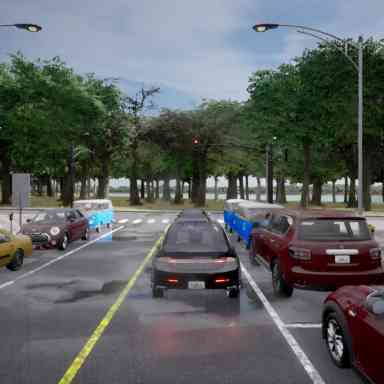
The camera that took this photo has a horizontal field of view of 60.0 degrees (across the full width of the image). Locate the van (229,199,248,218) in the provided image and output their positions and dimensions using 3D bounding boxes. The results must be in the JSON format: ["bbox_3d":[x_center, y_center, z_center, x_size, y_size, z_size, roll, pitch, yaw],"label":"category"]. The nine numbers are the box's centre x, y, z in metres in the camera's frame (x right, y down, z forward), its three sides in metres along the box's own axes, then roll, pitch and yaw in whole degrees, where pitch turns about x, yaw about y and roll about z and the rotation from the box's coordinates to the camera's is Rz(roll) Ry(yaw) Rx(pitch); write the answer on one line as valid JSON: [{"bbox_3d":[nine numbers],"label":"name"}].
[{"bbox_3d":[2.758,1.342,13.926,1.690,1.788,3.998,0,0,0],"label":"van"}]

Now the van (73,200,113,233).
[{"bbox_3d":[-5.769,1.343,19.362,1.690,1.788,3.998,0,0,0],"label":"van"}]

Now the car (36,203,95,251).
[{"bbox_3d":[-5.767,1.441,13.924,1.967,1.590,4.097,0,0,0],"label":"car"}]

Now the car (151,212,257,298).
[{"bbox_3d":[0.088,1.492,8.520,2.128,1.511,4.902,0,0,0],"label":"car"}]

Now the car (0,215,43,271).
[{"bbox_3d":[-5.766,1.526,8.317,1.752,1.417,4.829,0,0,0],"label":"car"}]

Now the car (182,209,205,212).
[{"bbox_3d":[0.053,1.566,17.438,1.994,1.385,4.181,0,0,1],"label":"car"}]

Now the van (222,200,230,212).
[{"bbox_3d":[2.757,1.343,19.363,1.690,1.788,3.998,0,0,0],"label":"van"}]

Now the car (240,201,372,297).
[{"bbox_3d":[2.759,1.315,8.488,2.192,1.841,5.009,0,0,0],"label":"car"}]

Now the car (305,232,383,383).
[{"bbox_3d":[2.760,1.440,3.051,1.967,1.590,4.097,0,0,0],"label":"car"}]
